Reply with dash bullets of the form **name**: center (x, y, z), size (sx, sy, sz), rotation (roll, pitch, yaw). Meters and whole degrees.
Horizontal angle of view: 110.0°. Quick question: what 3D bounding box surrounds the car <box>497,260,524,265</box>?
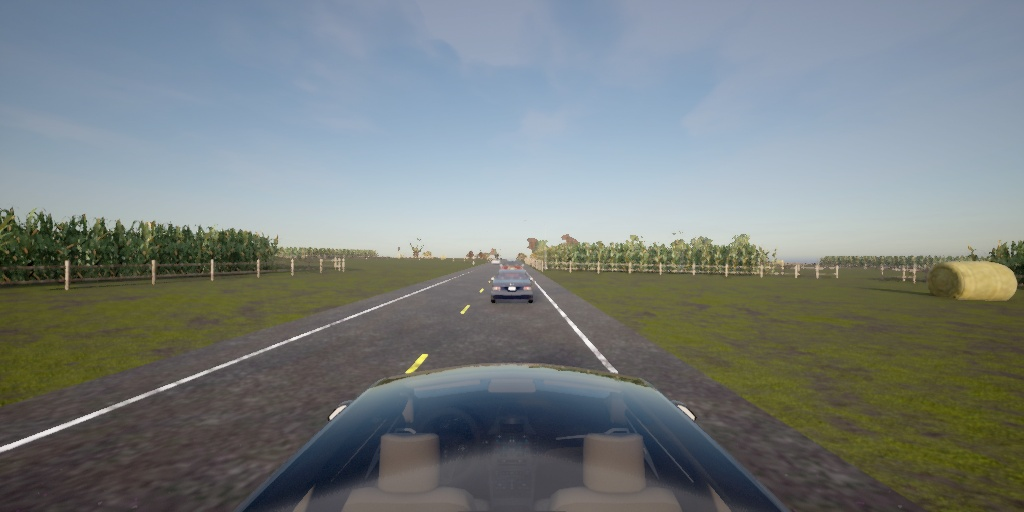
- **car**: center (0.000, 1.124, 31.479), size (2.097, 1.767, 4.553), rotation (0, 0, 0)

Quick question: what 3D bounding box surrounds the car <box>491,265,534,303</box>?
- **car**: center (0.000, 1.317, 16.507), size (2.033, 1.411, 5.357), rotation (0, 0, 0)
